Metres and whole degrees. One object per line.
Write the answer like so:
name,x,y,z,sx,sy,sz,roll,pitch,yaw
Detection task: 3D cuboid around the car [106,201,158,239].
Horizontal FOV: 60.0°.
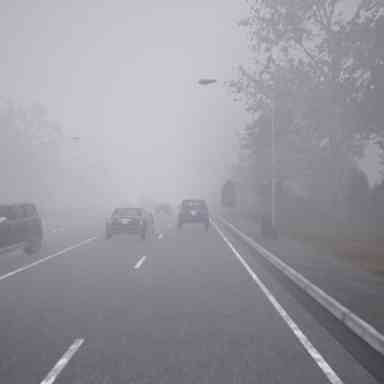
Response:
car,-3.399,1.591,19.007,2.097,1.767,4.553,0,-1,0

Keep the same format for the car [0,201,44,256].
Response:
car,-7.100,1.365,11.345,2.150,2.045,5.566,0,-1,0

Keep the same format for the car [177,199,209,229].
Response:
car,0.099,1.528,24.430,2.150,2.045,5.566,0,-1,0

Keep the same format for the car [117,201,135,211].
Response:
car,-10.560,2.185,53.422,1.994,1.385,4.181,0,0,0

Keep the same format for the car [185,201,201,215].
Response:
car,0.100,1.993,41.935,1.882,1.535,5.008,0,-1,0

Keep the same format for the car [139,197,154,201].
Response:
car,-7.075,1.836,52.507,2.150,2.045,5.566,0,0,0

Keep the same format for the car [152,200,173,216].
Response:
car,-3.401,1.996,39.711,1.837,1.490,4.892,0,-1,0
